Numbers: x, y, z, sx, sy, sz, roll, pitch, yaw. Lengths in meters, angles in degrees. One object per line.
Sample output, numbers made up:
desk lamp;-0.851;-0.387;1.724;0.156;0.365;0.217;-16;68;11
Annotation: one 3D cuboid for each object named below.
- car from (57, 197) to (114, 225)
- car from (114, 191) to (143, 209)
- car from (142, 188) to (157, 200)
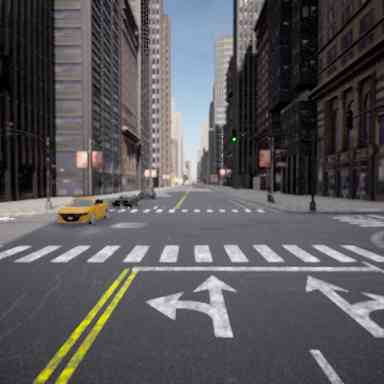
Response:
car;-6.395;1.053;20.019;1.882;1.535;5.008;0;1;0
car;-6.333;0.857;32.112;1.895;1.301;4.718;0;2;0
car;-6.254;0.187;47.091;2.097;1.767;4.553;0;1;0
